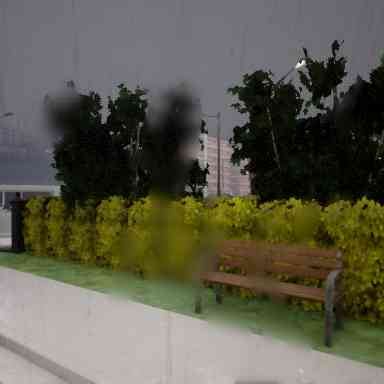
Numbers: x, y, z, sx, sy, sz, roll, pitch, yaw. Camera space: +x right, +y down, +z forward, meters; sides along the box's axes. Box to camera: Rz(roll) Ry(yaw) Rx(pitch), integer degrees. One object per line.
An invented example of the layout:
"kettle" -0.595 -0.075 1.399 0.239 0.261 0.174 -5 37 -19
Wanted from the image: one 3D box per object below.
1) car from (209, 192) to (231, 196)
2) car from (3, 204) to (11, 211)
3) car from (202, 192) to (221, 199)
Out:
"car" 6.164 0.710 68.205 2.128 1.511 4.902 0 1 35
"car" -18.866 1.498 38.776 2.033 1.411 5.357 0 0 35
"car" 4.195 0.725 71.470 1.812 1.442 4.674 0 1 35
